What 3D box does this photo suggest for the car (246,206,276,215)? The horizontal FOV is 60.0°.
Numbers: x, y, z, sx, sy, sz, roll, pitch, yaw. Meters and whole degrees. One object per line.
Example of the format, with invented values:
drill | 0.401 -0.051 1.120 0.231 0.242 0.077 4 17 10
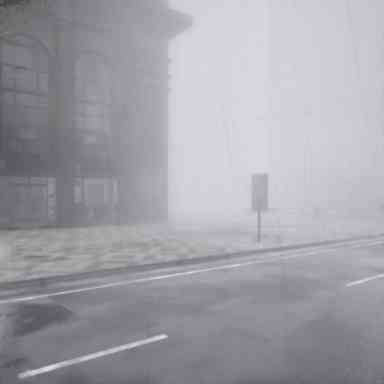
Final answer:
car | 9.220 2.348 44.662 1.994 1.385 4.181 0 -1 -35
